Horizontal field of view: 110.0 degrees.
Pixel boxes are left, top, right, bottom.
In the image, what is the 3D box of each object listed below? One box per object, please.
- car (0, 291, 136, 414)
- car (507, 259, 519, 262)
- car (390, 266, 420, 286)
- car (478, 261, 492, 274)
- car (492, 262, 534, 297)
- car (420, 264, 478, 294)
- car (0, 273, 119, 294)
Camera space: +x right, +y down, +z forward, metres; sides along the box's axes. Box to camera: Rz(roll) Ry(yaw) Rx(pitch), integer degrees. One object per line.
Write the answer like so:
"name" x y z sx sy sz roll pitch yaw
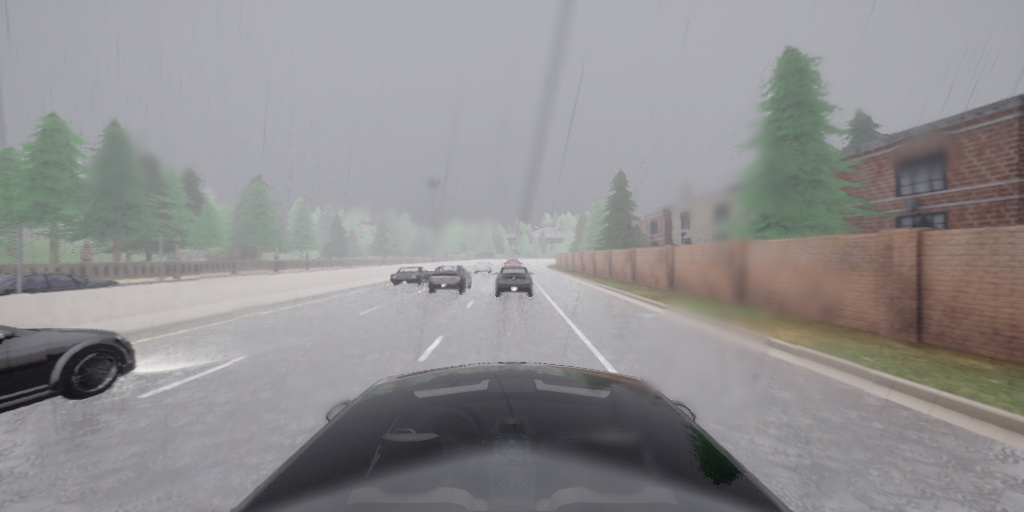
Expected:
"car" -6.900 1.317 3.849 1.994 1.385 4.181 0 0 0
"car" 0.105 1.155 41.030 2.097 1.767 4.553 0 0 0
"car" -6.898 1.383 25.222 1.895 1.301 4.718 0 0 0
"car" -3.393 1.331 43.184 1.812 1.442 4.674 0 0 0
"car" 0.103 1.279 19.273 1.837 1.490 4.892 0 0 0
"car" -3.400 1.267 20.316 2.128 1.511 4.902 0 0 0
"car" -17.498 1.313 12.832 2.033 1.411 5.357 0 0 0
